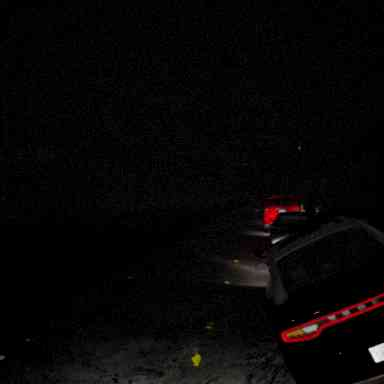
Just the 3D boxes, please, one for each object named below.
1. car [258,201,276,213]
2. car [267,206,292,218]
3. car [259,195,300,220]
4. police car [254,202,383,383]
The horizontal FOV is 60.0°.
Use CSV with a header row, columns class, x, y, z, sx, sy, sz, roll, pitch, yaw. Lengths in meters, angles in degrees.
class,x,y,z,sx,sy,sz,roll,pitch,yaw
car,9.583,1.863,42.716,2.033,1.411,5.357,-2,-1,12
car,4.504,1.582,15.004,1.812,1.442,4.674,-2,-1,12
car,5.631,1.275,20.841,2.150,2.045,5.566,-5,-3,15
police car,2.117,1.201,5.412,1.930,1.638,5.238,-27,-6,11
